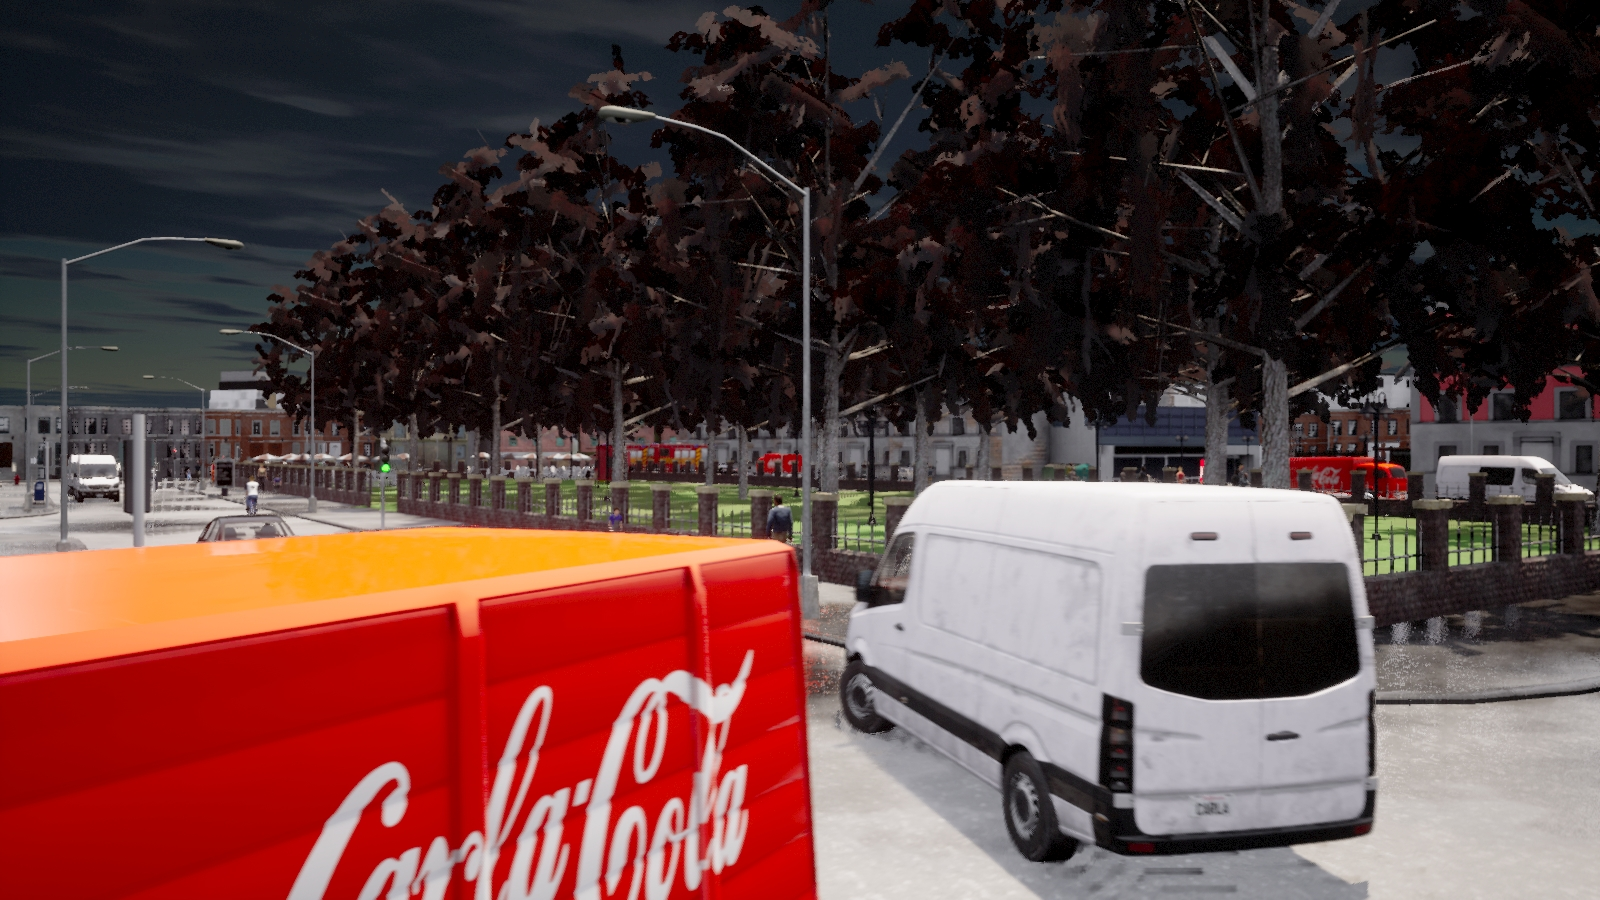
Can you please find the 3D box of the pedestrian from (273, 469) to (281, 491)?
[{"bbox_3d":[-31.736,1.826,69.307,0.375,1.300,0.375,0,0,-34],"label":"pedestrian"}]

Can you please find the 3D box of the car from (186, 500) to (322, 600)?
[{"bbox_3d":[-10.455,1.813,21.750,1.789,1.549,3.705,0,0,-34],"label":"car"}]

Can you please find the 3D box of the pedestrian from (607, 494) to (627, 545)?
[{"bbox_3d":[-4.793,1.813,29.919,0.375,1.300,0.375,0,0,-35],"label":"pedestrian"}]

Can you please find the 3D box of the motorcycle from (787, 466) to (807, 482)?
[{"bbox_3d":[-0.251,1.983,93.990,0.856,1.236,1.805,0,0,-34],"label":"motorcycle"}]

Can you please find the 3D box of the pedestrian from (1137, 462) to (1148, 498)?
[{"bbox_3d":[17.771,1.535,59.323,0.375,1.860,0.375,0,0,-39],"label":"pedestrian"}]

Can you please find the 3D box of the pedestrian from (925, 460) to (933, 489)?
[{"bbox_3d":[8.262,1.541,73.054,0.375,1.860,0.375,0,0,-33],"label":"pedestrian"}]

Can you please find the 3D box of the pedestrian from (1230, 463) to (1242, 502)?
[{"bbox_3d":[20.923,1.535,54.856,0.375,1.860,0.375,0,0,-24],"label":"pedestrian"}]

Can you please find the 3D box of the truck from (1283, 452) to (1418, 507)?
[{"bbox_3d":[26.442,1.356,55.048,2.627,2.467,5.204,0,0,-34],"label":"truck"}]

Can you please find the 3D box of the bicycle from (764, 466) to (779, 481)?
[{"bbox_3d":[-2.446,1.962,97.236,0.329,1.271,1.835,0,0,-34],"label":"bicycle"}]

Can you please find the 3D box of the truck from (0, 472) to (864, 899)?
[{"bbox_3d":[-2.113,1.349,3.020,2.627,2.467,5.204,0,0,28],"label":"truck"}]

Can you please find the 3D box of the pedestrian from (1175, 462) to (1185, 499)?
[{"bbox_3d":[19.301,1.532,57.988,0.375,1.860,0.375,0,0,-6],"label":"pedestrian"}]

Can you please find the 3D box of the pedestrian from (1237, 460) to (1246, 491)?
[{"bbox_3d":[26.750,1.535,69.271,0.375,1.860,0.375,0,0,-29],"label":"pedestrian"}]

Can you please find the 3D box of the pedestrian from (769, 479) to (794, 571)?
[{"bbox_3d":[-0.385,1.531,23.546,0.375,1.860,0.375,0,0,-34],"label":"pedestrian"}]

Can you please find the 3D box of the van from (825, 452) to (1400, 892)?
[{"bbox_3d":[2.023,1.316,9.778,1.988,2.561,5.915,1,0,-15],"label":"van"}]

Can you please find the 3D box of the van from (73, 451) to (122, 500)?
[{"bbox_3d":[-38.820,1.336,63.089,1.988,2.561,5.915,0,0,-34],"label":"van"}]

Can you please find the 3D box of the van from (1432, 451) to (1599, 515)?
[{"bbox_3d":[30.624,1.320,48.977,1.988,2.561,5.915,0,0,-34],"label":"van"}]
